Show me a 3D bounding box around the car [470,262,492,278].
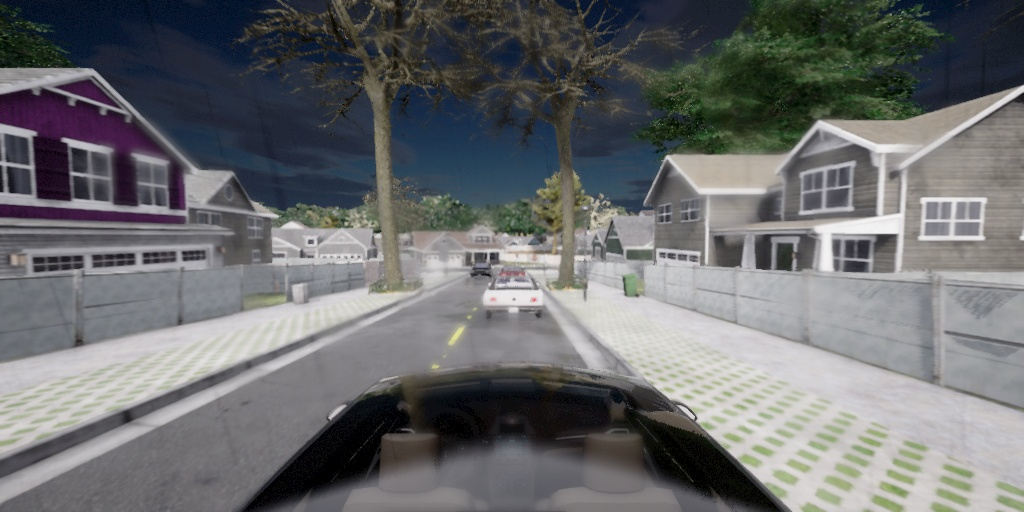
[{"bbox_3d":[-2.857,1.329,34.732,2.033,1.411,5.357,0,0,0],"label":"car"}]

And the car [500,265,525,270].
[{"bbox_3d":[0.041,1.369,27.161,1.895,1.301,4.718,0,0,0],"label":"car"}]

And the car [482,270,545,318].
[{"bbox_3d":[0.066,1.347,12.988,1.895,1.301,4.718,0,0,0],"label":"car"}]
